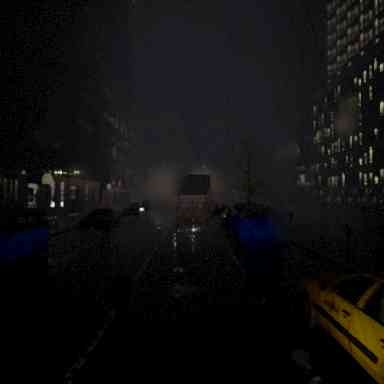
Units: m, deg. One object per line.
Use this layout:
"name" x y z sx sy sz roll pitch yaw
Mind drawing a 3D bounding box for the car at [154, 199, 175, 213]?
"car" -3.099 1.852 40.176 1.895 1.301 4.718 0 0 0

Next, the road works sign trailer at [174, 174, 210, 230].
"road works sign trailer" 0.022 0.601 22.040 2.380 3.560 2.880 0 0 0

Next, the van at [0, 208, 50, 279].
"van" -5.683 1.402 9.714 1.690 1.788 3.998 0 0 0

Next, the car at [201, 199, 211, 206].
"car" 2.689 2.002 66.581 1.802 1.307 4.206 0 0 0

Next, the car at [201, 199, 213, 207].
"car" 2.690 1.928 60.892 1.887 1.381 4.507 0 0 0

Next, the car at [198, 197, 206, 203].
"car" 2.688 2.136 89.336 1.947 1.339 4.313 0 0 0

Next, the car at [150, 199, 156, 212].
"car" -5.688 1.715 43.848 1.967 1.590 4.097 0 0 0

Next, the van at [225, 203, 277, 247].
"van" 2.697 1.437 15.384 1.690 1.788 3.998 0 0 0

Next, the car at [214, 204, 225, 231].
"car" 2.694 1.682 21.071 2.008 1.369 4.403 0 0 0

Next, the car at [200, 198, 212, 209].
"car" 2.691 1.861 49.515 2.008 1.369 4.403 0 0 0

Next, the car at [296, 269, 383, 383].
"car" 2.696 1.552 4.174 1.752 1.417 4.829 0 0 0

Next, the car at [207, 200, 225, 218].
"car" 2.693 1.753 32.449 2.008 1.369 4.403 0 0 0

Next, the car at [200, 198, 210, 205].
"car" 2.689 2.008 72.270 2.008 1.369 4.403 0 0 0

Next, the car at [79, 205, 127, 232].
"car" -5.687 1.697 21.091 1.947 1.339 4.313 0 0 0

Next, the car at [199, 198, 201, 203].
"car" 2.691 1.787 55.204 1.967 1.590 4.097 0 0 0

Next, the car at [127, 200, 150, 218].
"car" -5.687 1.753 32.469 2.008 1.369 4.403 0 0 0
